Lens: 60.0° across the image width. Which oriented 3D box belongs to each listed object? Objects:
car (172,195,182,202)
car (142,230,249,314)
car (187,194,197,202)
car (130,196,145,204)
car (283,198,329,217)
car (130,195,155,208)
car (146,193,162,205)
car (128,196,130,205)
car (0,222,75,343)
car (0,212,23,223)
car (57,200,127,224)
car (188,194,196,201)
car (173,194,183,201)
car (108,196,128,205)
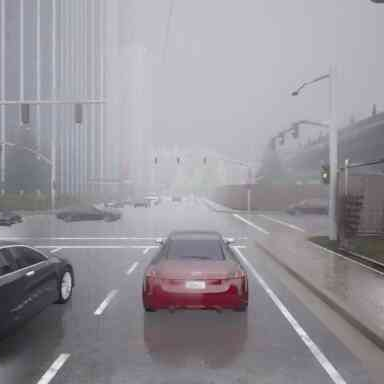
[{"bbox_3d":[-3.518,1.495,74.298,1.837,1.490,4.892,0,0,0],"label":"car"},{"bbox_3d":[0.070,1.564,7.708,1.994,1.385,4.181,0,0,0],"label":"car"},{"bbox_3d":[-0.018,1.519,74.614,1.812,1.442,4.674,0,0,0],"label":"car"},{"bbox_3d":[-10.548,1.547,64.942,2.033,1.411,5.357,0,0,1],"label":"car"},{"bbox_3d":[11.140,1.407,31.833,4.553,1.767,2.097,0,0,0],"label":"car"},{"bbox_3d":[-7.100,1.547,48.008,2.033,1.411,5.357,0,0,0],"label":"car"},{"bbox_3d":[-7.089,1.221,58.197,2.150,2.045,5.566,0,0,1],"label":"car"},{"bbox_3d":[-10.597,1.505,54.626,1.837,1.490,4.892,0,0,0],"label":"car"},{"bbox_3d":[-3.443,1.505,5.251,1.837,1.490,4.892,0,0,0],"label":"car"},{"bbox_3d":[-13.736,1.588,21.073,5.357,1.411,2.033,0,0,0],"label":"car"},{"bbox_3d":[-7.545,1.553,24.589,4.674,1.442,1.812,0,0,0],"label":"car"},{"bbox_3d":[-0.021,1.361,84.723,1.837,1.490,4.892,0,0,0],"label":"car"},{"bbox_3d":[-3.521,1.386,84.722,2.128,1.511,4.902,0,0,0],"label":"car"},{"bbox_3d":[-10.603,1.492,45.382,2.128,1.511,4.902,0,0,0],"label":"car"}]
